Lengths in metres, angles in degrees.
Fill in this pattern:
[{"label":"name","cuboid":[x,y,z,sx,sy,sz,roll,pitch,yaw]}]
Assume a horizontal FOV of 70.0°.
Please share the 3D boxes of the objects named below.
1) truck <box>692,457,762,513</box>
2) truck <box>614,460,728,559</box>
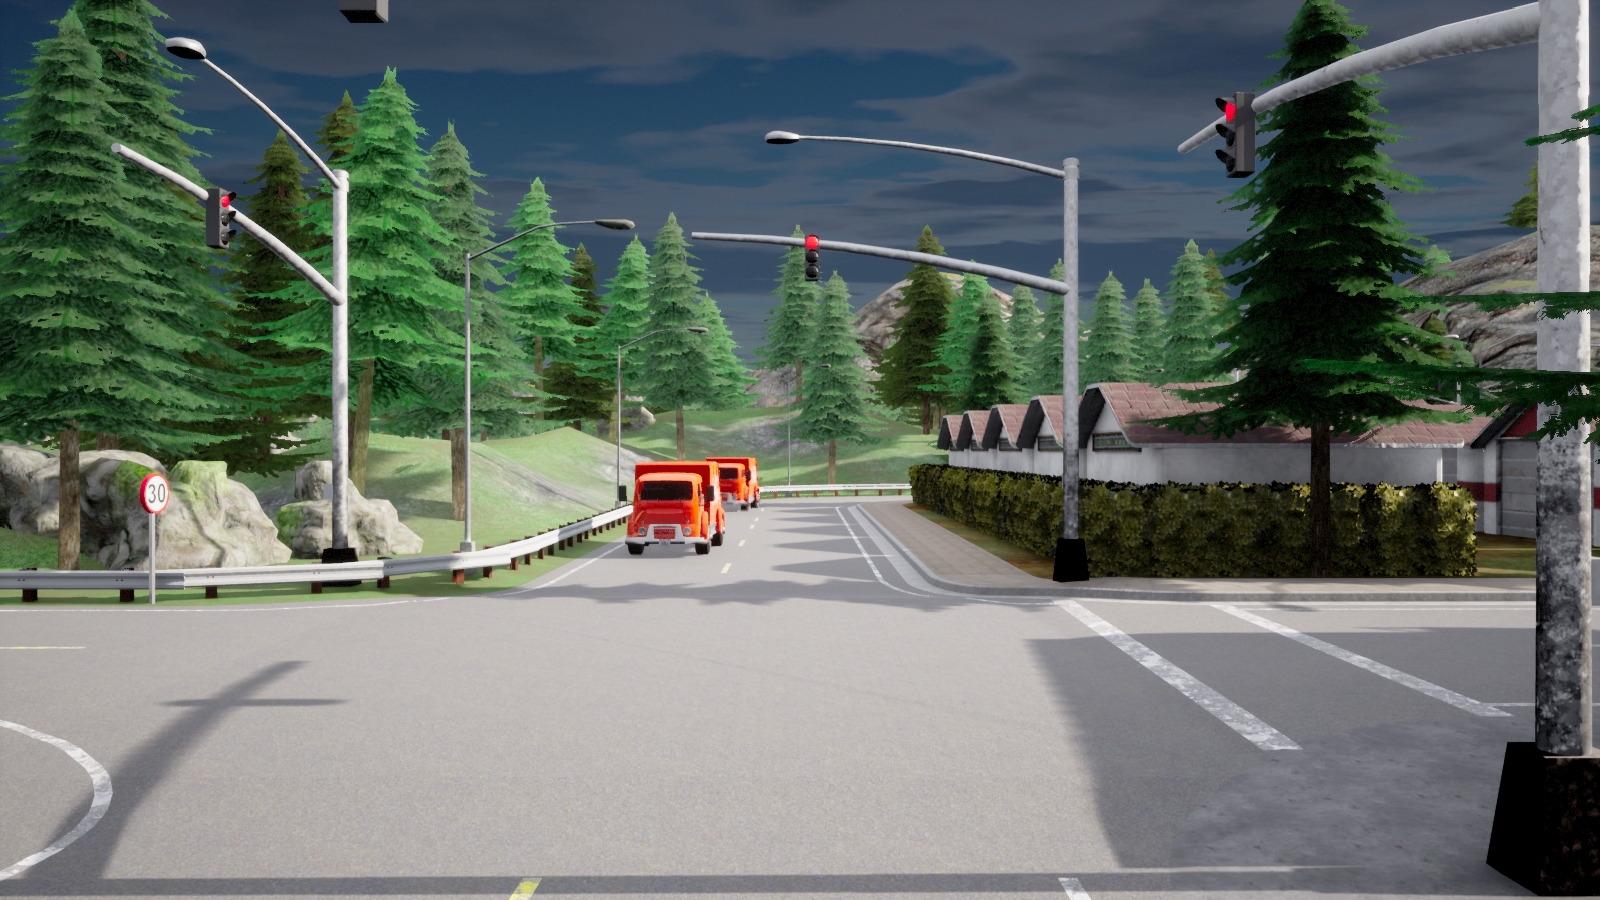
[{"label":"truck","cuboid":[-3.300,1.560,53.069,2.627,2.467,5.204,0,0,3]},{"label":"truck","cuboid":[-3.498,1.558,32.089,2.627,2.467,5.204,0,0,0]}]
